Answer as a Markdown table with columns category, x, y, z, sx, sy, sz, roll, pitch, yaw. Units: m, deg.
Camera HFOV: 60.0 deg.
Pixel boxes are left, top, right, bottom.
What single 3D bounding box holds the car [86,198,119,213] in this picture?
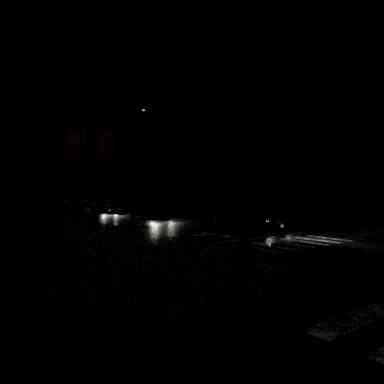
| category | x | y | z | sx | sy | sz | roll | pitch | yaw |
| --- | --- | --- | --- | --- | --- | --- | --- | --- | --- |
| car | -10.411 | 1.740 | 38.779 | 1.895 | 1.301 | 4.718 | 0 | 0 | -36 |

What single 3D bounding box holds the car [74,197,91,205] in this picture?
| category | x | y | z | sx | sy | sz | roll | pitch | yaw |
| --- | --- | --- | --- | --- | --- | --- | --- | --- | --- |
| car | -21.818 | 1.760 | 66.155 | 1.837 | 1.490 | 4.892 | 0 | 0 | -36 |

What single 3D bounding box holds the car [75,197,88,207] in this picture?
| category | x | y | z | sx | sy | sz | roll | pitch | yaw |
| --- | --- | --- | --- | --- | --- | --- | --- | --- | --- |
| car | -17.338 | 1.809 | 54.337 | 1.895 | 1.301 | 4.718 | 0 | 0 | -35 |

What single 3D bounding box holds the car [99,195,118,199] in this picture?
| category | x | y | z | sx | sy | sz | roll | pitch | yaw |
| --- | --- | --- | --- | --- | --- | --- | --- | --- | --- |
| car | -14.099 | 1.434 | 55.394 | 2.150 | 2.045 | 5.566 | 0 | 0 | -36 |

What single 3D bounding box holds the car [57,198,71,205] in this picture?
| category | x | y | z | sx | sy | sz | roll | pitch | yaw |
| --- | --- | --- | --- | --- | --- | --- | --- | --- | --- |
| car | -25.088 | 1.819 | 65.136 | 1.994 | 1.385 | 4.181 | 0 | 0 | -36 |

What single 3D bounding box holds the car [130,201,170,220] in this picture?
| category | x | y | z | sx | sy | sz | roll | pitch | yaw |
| --- | --- | --- | --- | --- | --- | --- | --- | --- | --- |
| car | -3.776 | 1.574 | 29.514 | 1.882 | 1.535 | 5.008 | 0 | -1 | -35 |

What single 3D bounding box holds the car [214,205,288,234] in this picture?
| category | x | y | z | sx | sy | sz | roll | pitch | yaw |
| --- | --- | --- | --- | --- | --- | --- | --- | --- | --- |
| car | 3.349 | 1.540 | 19.586 | 2.128 | 1.511 | 4.902 | 0 | 0 | -36 |
